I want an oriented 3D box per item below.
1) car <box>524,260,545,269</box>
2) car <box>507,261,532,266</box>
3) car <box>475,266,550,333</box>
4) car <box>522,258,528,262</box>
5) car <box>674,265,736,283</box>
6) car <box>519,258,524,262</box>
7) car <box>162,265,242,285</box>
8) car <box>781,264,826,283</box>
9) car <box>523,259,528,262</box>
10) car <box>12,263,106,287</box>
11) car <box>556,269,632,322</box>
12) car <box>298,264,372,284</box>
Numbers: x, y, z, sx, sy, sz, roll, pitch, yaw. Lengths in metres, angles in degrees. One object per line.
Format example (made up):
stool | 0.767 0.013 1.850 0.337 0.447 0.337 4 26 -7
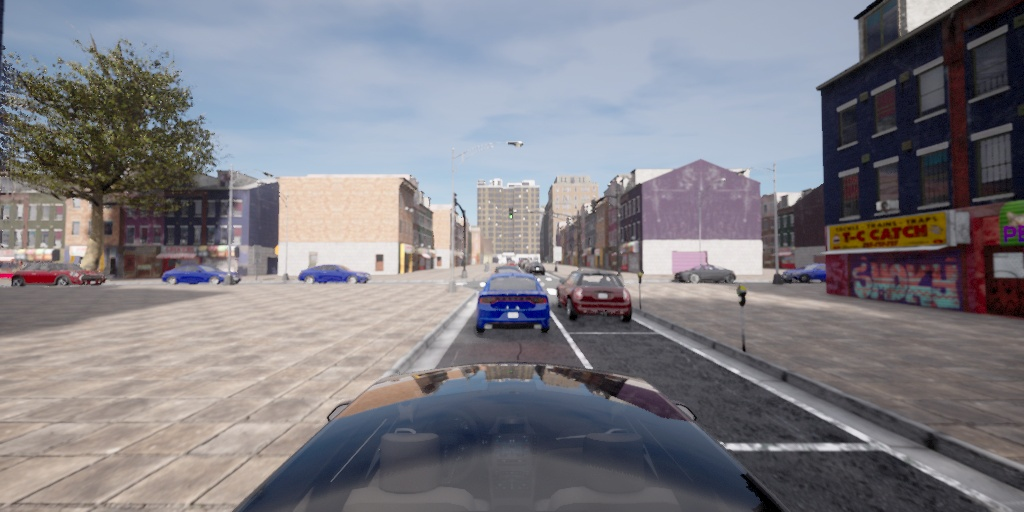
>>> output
car | 2.643 1.388 39.194 1.948 1.339 4.313 0 0 0
car | -0.350 1.259 20.291 1.812 1.442 4.674 -1 1 -8
car | 0.015 1.232 10.795 1.882 1.535 5.008 0 0 0
car | 2.644 1.408 50.236 1.751 1.417 4.829 0 0 0
car | 14.613 1.357 27.279 4.181 1.385 1.994 0 -2 0
car | 2.645 1.527 60.941 1.948 1.339 4.313 0 0 0
car | -21.191 1.338 24.560 4.674 1.442 1.812 -1 -2 1
car | 23.067 1.314 27.223 4.674 1.442 1.812 0 -2 0
car | 2.643 1.416 44.630 1.948 1.339 4.313 0 0 0
car | -30.989 1.269 24.638 4.553 1.767 2.097 -1 -2 0
car | 2.641 1.195 12.449 1.967 1.591 4.097 0 0 0
car | -12.049 1.272 24.501 4.674 1.442 1.812 0 -2 0
